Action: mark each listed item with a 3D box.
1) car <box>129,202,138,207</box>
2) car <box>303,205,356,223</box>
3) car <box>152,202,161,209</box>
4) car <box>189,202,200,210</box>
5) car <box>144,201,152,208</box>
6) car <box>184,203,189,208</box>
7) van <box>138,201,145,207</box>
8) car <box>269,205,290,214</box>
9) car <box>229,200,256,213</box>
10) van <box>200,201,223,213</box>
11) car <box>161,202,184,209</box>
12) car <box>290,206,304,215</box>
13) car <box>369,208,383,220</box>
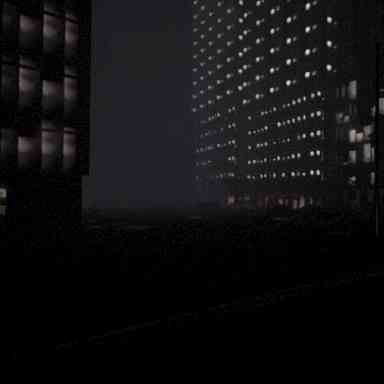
[{"bbox_3d":[-15.954,3.402,91.459,1.887,1.381,4.507,0,-1,-25],"label":"car"},{"bbox_3d":[12.783,2.062,30.395,2.008,1.369,4.403,0,-1,-25],"label":"car"},{"bbox_3d":[-6.304,2.917,70.952,1.752,1.417,4.829,0,-1,-25],"label":"car"},{"bbox_3d":[1.759,2.810,67.211,1.882,1.535,5.008,1,-2,-25],"label":"car"},{"bbox_3d":[-8.770,3.055,76.194,1.887,1.381,4.507,0,-1,-25],"label":"car"},{"bbox_3d":[-1.187,3.206,79.760,1.802,1.307,4.206,0,-1,-25],"label":"car"},{"bbox_3d":[-11.167,2.966,81.286,1.690,1.788,3.998,0,-1,-25],"label":"van"},{"bbox_3d":[13.181,2.516,49.228,1.947,1.339,4.313,0,-1,-25],"label":"car"},{"bbox_3d":[8.081,2.253,53.786,2.150,2.045,5.566,1,-1,-25],"label":"car"},{"bbox_3d":[3.201,2.287,50.755,1.690,1.788,3.998,0,-1,-25],"label":"van"},{"bbox_3d":[-3.981,2.832,66.017,2.008,1.369,4.403,0,-1,-25],"label":"car"},{"bbox_3d":[15.576,2.407,44.139,1.947,1.339,4.313,0,-1,-25],"label":"car"},{"bbox_3d":[20.365,2.176,33.961,2.008,1.369,4.403,0,-1,-25],"label":"car"}]
